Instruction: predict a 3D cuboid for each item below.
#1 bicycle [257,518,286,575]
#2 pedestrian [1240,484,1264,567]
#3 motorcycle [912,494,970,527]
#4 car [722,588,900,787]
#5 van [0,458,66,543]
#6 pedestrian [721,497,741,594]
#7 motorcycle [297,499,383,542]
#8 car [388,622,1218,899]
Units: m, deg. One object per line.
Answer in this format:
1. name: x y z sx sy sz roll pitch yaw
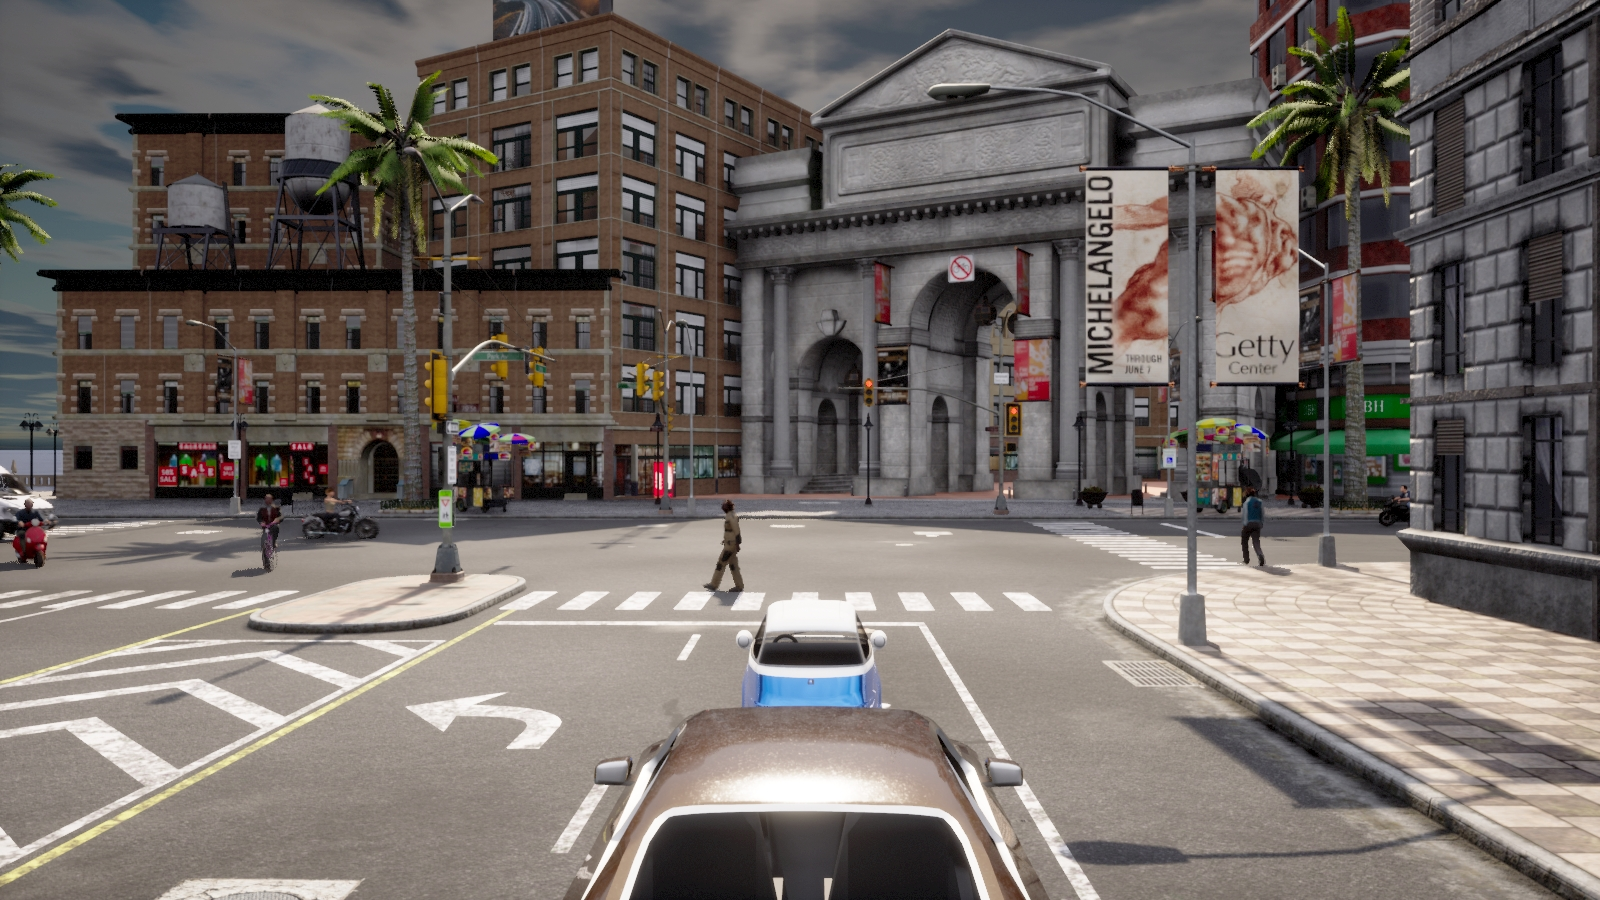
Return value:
1. bicycle: -12.197 2.210 26.387 0.329 1.171 1.835 -3 1 -18
2. pedestrian: 10.249 1.696 25.891 0.375 1.860 0.375 0 0 -5
3. motorcycle: 5.152 2.213 41.779 2.033 1.145 0.803 0 0 1
4. car: 0.106 2.120 10.657 1.481 1.376 2.207 0 0 1
5. van: -26.455 1.534 35.637 5.915 2.561 1.988 0 0 1
6. pedestrian: -1.337 1.849 22.283 0.375 1.860 0.375 0 0 -2
7. motorcycle: -14.224 2.169 35.379 2.356 1.277 0.764 0 0 1
8. car: 0.037 1.992 5.222 2.152 1.651 5.027 0 0 1
